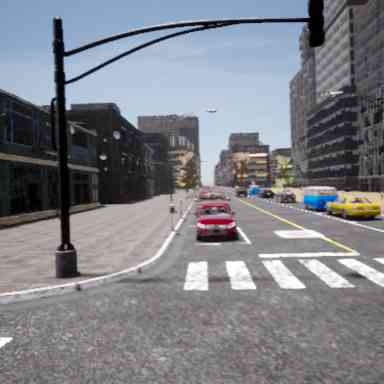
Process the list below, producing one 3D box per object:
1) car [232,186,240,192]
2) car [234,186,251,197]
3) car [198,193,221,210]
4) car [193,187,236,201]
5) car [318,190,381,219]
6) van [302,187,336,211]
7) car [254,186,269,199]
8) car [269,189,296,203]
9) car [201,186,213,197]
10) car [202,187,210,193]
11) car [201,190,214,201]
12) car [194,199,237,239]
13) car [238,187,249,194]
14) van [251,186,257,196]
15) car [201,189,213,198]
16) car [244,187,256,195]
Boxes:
[{"bbox_3d":[12.302,-0.795,92.382,1.752,1.417,4.829,-1,1,2],"label":"car"},{"bbox_3d":[8.258,0.060,56.367,1.837,1.490,4.892,-2,1,2],"label":"car"},{"bbox_3d":[1.638,0.828,31.526,2.008,1.369,4.403,-1,1,2],"label":"car"},{"bbox_3d":[1.217,0.838,20.429,2.192,1.841,5.009,-1,1,2],"label":"car"},{"bbox_3d":[9.599,0.798,20.286,1.752,1.417,4.829,-1,1,2],"label":"car"},{"bbox_3d":[9.796,0.495,25.659,1.690,1.788,3.998,-1,1,2],"label":"van"},{"bbox_3d":[10.633,0.228,47.846,1.947,1.339,4.313,-1,1,2],"label":"car"},{"bbox_3d":[10.217,0.459,36.755,2.008,1.369,4.403,-1,1,2],"label":"car"},{"bbox_3d":[2.879,-0.144,64.795,2.192,1.841,5.009,-1,1,2],"label":"car"},{"bbox_3d":[3.923,-0.630,92.527,1.967,1.590,4.097,-1,1,2],"label":"car"},{"bbox_3d":[2.255,0.438,47.993,1.752,1.417,4.829,-1,1,2],"label":"car"},{"bbox_3d":[1.016,1.228,14.889,1.802,1.307,4.206,-1,1,2],"label":"car"},{"bbox_3d":[11.672,-0.385,75.576,1.947,1.339,4.313,-1,1,2],"label":"car"},{"bbox_3d":[11.044,-0.242,58.933,1.690,1.788,3.998,-1,1,2],"label":"van"},{"bbox_3d":[2.678,0.214,59.254,2.008,1.369,4.403,-1,1,2],"label":"car"},{"bbox_3d":[11.263,-0.184,64.653,1.752,1.417,4.829,-1,1,2],"label":"car"}]
